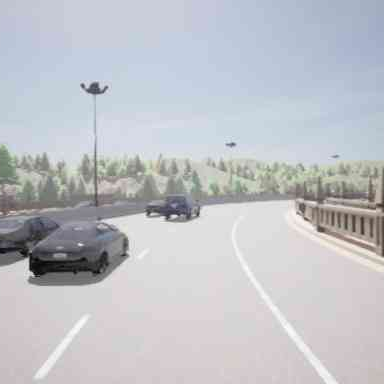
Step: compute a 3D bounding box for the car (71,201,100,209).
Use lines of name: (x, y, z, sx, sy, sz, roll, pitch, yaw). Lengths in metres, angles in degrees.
car: (-14.124, 1.916, 45.369, 2.033, 1.411, 5.357, -1, 0, 21)

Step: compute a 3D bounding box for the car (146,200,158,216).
car: (-3.067, 1.598, 33.839, 1.837, 1.490, 4.892, -2, 0, 16)

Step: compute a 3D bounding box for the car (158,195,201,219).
car: (-0.766, 1.258, 29.259, 2.150, 2.045, 5.566, -1, 0, 14)

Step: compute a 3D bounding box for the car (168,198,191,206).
car: (-2.257, 1.778, 61.405, 1.895, 1.301, 4.718, -2, 0, 32)

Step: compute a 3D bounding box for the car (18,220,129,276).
car: (-3.383, 1.634, 10.694, 1.994, 1.385, 4.181, -1, 0, 2)

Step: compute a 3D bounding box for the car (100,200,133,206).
car: (-8.587, 1.755, 40.055, 1.812, 1.442, 4.674, -1, 0, 19)

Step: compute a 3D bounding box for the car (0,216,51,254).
car: (-6.812, 1.687, 13.747, 2.033, 1.411, 5.357, -1, 0, 4)
